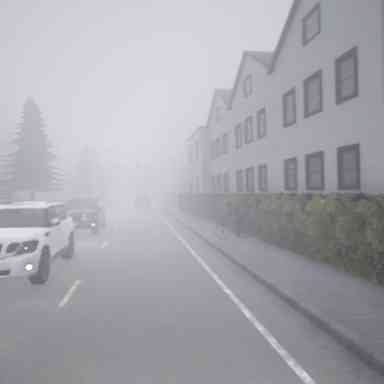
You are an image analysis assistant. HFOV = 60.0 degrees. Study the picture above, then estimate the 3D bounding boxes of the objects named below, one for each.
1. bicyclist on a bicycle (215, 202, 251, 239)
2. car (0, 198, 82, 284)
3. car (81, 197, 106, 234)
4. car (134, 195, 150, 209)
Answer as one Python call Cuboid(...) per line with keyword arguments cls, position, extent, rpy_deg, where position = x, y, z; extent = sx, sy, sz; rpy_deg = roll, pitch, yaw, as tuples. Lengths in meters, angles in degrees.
Cuboid(cls="bicyclist on a bicycle", position=(1.803, 1.259, 14.672), extent=(1.656, 1.620, 0.582), rpy_deg=(-2, 0, -9))
Cuboid(cls="car", position=(-5.052, 1.337, 10.048), extent=(2.150, 2.045, 5.566), rpy_deg=(-1, 0, -9))
Cuboid(cls="car", position=(-6.652, 1.375, 20.487), extent=(2.150, 2.045, 5.566), rpy_deg=(-1, 0, -9))
Cuboid(cls="car", position=(-7.231, 1.393, 48.326), extent=(2.150, 2.045, 5.566), rpy_deg=(-1, 0, -9))
